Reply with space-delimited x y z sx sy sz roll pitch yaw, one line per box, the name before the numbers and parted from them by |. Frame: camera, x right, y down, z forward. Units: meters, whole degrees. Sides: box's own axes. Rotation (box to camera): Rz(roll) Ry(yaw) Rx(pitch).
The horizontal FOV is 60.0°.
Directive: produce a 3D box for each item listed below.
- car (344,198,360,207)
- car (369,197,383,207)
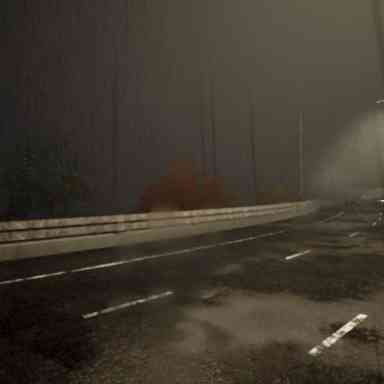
car | 24.920 1.587 51.952 1.895 1.301 4.718 0 0 18
car | 27.712 1.475 49.398 2.128 1.511 4.902 0 0 19
